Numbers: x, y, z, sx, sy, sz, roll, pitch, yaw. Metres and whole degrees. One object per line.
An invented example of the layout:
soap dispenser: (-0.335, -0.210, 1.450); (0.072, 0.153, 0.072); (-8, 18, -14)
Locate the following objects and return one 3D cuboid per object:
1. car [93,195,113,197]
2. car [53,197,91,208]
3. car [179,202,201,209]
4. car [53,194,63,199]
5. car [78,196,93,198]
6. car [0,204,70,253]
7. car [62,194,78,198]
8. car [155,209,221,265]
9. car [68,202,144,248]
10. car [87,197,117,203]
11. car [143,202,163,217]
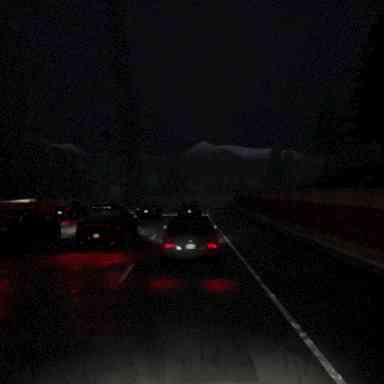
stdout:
car: (-16.860, 1.425, 65.771); (2.128, 1.511, 4.902); (0, 0, 14)
car: (-10.665, 1.488, 29.222); (1.812, 1.442, 4.674); (0, 0, 1)
car: (-0.171, 1.528, 28.941); (1.994, 1.385, 4.181); (0, 0, 1)
car: (-26.836, 1.267, 69.119); (2.097, 1.767, 4.553); (0, 0, 14)
car: (-20.221, 1.510, 66.707); (1.895, 1.301, 4.718); (0, 0, 12)
car: (-7.059, 1.474, 13.614); (2.128, 1.511, 4.902); (0, 0, 0)
car: (-23.523, 1.453, 67.911); (2.033, 1.411, 5.357); (0, 0, 12)
car: (-0.056, 1.533, 11.567); (2.033, 1.411, 5.357); (0, 0, 0)
car: (-3.565, 1.458, 14.816); (1.882, 1.535, 5.008); (0, 0, 0)
car: (-7.177, 1.455, 28.615); (2.128, 1.511, 4.902); (0, 0, 1)
car: (-3.672, 1.528, 28.844); (1.994, 1.385, 4.181); (0, 0, 1)
